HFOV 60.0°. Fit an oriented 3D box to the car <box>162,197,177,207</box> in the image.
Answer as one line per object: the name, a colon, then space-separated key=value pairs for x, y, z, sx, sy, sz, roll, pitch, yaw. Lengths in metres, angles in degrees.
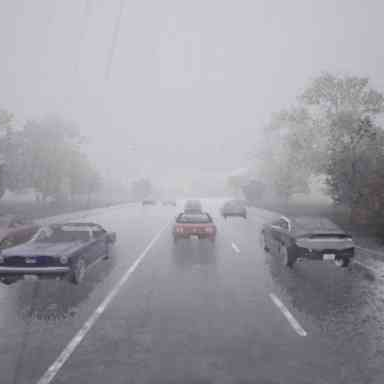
car: x=-3.429 y=1.506 z=50.659 sx=1.812 sy=1.442 sz=4.674 roll=0 pitch=0 yaw=1

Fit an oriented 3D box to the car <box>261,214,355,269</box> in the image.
car: x=3.604 y=1.487 z=11.167 sx=2.128 sy=1.511 sz=4.902 roll=0 pitch=0 yaw=0

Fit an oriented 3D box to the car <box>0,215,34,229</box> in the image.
car: x=-7.098 y=1.559 z=12.207 sx=1.994 sy=1.385 sz=4.181 roll=0 pitch=0 yaw=0

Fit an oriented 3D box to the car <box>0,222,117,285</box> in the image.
car: x=-3.599 y=1.597 z=9.622 sx=1.895 sy=1.301 sz=4.718 roll=0 pitch=0 yaw=0

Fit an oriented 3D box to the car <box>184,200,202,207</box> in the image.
car: x=0.111 y=1.534 z=35.430 sx=2.033 sy=1.411 sz=5.357 roll=0 pitch=0 yaw=0

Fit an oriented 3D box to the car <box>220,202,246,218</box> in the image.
car: x=3.605 y=1.552 z=29.600 sx=1.994 sy=1.385 sz=4.181 roll=0 pitch=0 yaw=0

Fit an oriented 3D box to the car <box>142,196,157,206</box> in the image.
car: x=-6.829 y=1.456 z=54.232 sx=1.882 sy=1.535 sz=5.008 roll=0 pitch=0 yaw=2

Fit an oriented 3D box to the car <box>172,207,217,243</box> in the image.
car: x=0.103 y=1.595 z=15.951 sx=1.895 sy=1.301 sz=4.718 roll=0 pitch=0 yaw=0
